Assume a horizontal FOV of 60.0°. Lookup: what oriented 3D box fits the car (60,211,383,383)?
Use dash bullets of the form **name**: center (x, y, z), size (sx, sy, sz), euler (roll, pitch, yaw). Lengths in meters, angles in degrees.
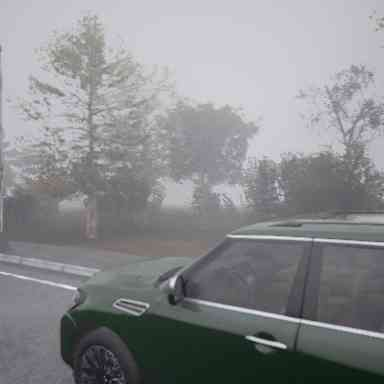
- **car**: center (1.176, 1.211, 3.026), size (5.566, 2.045, 2.150), euler (0, 0, 35)
